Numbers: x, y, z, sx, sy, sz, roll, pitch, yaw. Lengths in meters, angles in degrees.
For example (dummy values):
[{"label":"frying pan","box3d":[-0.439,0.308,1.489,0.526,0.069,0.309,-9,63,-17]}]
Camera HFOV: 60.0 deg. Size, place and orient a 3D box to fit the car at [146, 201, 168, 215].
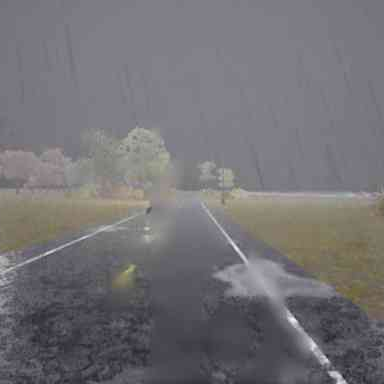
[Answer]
[{"label":"car","box3d":[-3.490,1.540,33.607,1.895,1.301,4.718,0,0,0]}]
